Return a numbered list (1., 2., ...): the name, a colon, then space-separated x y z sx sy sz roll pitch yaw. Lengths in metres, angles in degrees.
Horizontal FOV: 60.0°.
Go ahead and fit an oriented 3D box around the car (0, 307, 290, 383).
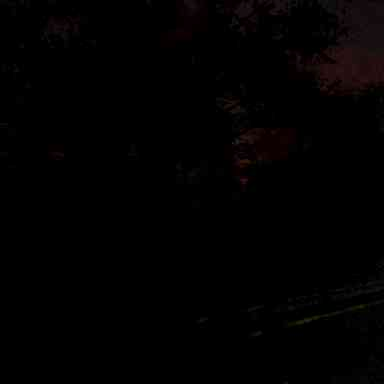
1. car: -1.279 1.543 1.870 4.181 1.385 1.994 0 0 -32
